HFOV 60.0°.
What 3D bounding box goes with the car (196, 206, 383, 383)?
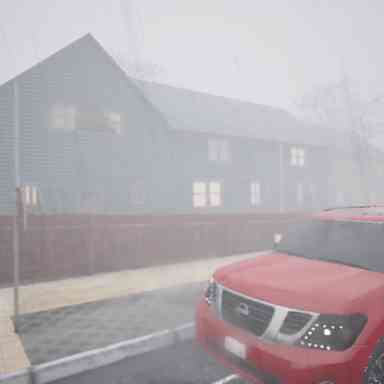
[{"bbox_3d":[2.716,1.265,5.023,5.566,2.045,2.150,0,0,-35],"label":"car"}]
